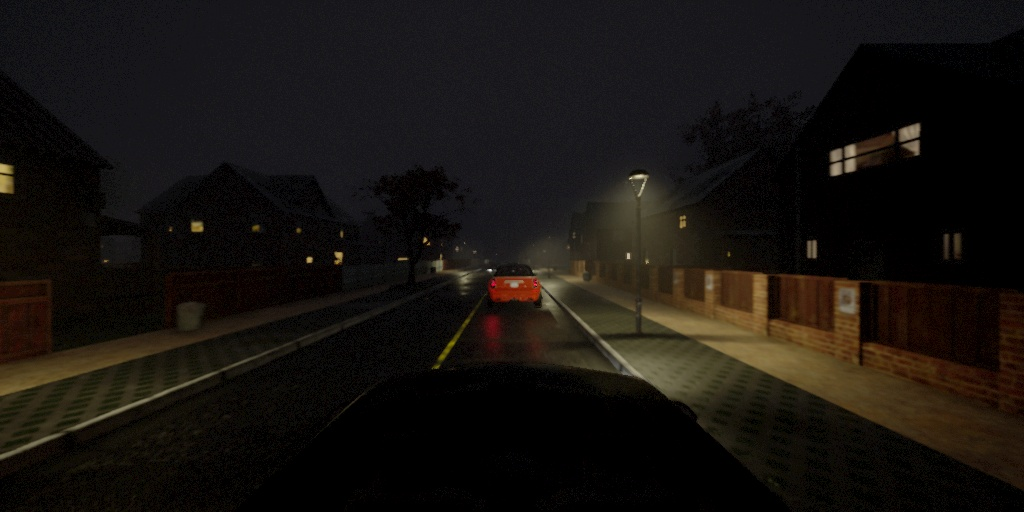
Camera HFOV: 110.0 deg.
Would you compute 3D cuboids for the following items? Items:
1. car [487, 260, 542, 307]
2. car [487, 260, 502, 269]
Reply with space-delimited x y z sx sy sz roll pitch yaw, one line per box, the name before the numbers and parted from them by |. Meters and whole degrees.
car | 0.093 1.095 15.497 2.097 1.767 4.553 0 0 0
car | -2.727 1.356 57.128 2.033 1.411 5.357 0 0 0
